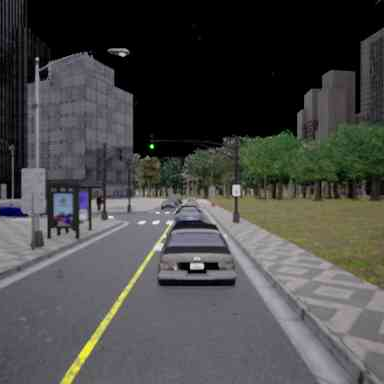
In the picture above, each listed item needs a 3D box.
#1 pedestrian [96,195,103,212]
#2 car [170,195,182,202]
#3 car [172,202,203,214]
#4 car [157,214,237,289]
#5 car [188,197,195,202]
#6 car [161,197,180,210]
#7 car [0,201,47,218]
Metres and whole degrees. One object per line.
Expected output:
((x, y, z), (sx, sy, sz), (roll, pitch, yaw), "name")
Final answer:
((-10.111, 1.200, 36.220), (0.375, 1.860, 0.375), (0, 0, 1), "pedestrian")
((-3.126, 1.728, 55.734), (1.994, 1.385, 4.181), (0, 0, 0), "car")
((-0.238, 1.646, 23.756), (1.994, 1.385, 4.181), (0, 0, -4), "car")
((0.089, 1.582, 9.343), (2.033, 1.411, 5.357), (0, 0, 0), "car")
((-0.161, 1.818, 85.349), (1.895, 1.301, 4.718), (0, 0, 0), "car")
((-3.133, 1.704, 45.818), (1.994, 1.385, 4.181), (0, 0, 0), "car")
((-15.661, 1.550, 30.114), (5.008, 1.535, 1.882), (0, 0, 0), "car")
